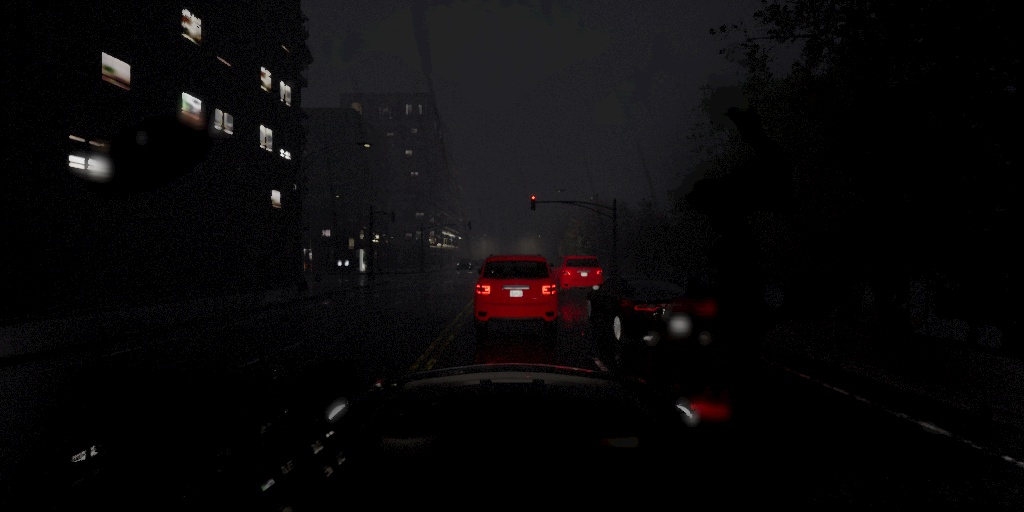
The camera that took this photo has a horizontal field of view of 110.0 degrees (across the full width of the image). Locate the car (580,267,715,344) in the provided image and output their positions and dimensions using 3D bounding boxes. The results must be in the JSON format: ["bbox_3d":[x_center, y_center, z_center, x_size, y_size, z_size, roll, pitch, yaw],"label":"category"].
[{"bbox_3d":[3.341,1.227,9.613,1.882,1.535,5.008,0,0,0],"label":"car"}]

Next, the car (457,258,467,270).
[{"bbox_3d":[-6.637,1.114,51.647,2.097,1.767,4.553,0,0,0],"label":"car"}]

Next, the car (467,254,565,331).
[{"bbox_3d":[0.093,0.971,11.073,2.150,2.045,5.566,0,0,0],"label":"car"}]

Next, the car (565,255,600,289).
[{"bbox_3d":[3.340,0.972,19.611,2.150,2.045,5.566,0,0,-1],"label":"car"}]

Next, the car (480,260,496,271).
[{"bbox_3d":[-3.388,1.310,51.825,2.033,1.411,5.357,0,0,0],"label":"car"}]

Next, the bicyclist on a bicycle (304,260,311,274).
[{"bbox_3d":[-24.915,1.335,43.673,0.582,1.620,1.656,-1,0,-1],"label":"bicyclist on a bicycle"}]
